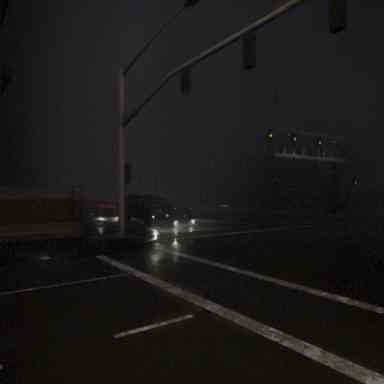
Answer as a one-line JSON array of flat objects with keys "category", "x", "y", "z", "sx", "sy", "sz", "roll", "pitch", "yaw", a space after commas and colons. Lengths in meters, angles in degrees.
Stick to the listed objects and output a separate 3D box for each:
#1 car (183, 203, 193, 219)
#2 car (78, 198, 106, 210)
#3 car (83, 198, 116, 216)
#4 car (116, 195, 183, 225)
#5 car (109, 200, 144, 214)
[{"category": "car", "x": -1.867, "y": 1.350, "z": 28.620, "sx": 2.097, "sy": 1.767, "sz": 4.553, "roll": 0, "pitch": 0, "yaw": -36}, {"category": "car", "x": -13.595, "y": 1.545, "z": 44.961, "sx": 2.033, "sy": 1.411, "sz": 5.357, "roll": 0, "pitch": 0, "yaw": -36}, {"category": "car", "x": -9.045, "y": 1.476, "z": 32.612, "sx": 1.882, "sy": 1.535, "sz": 5.008, "roll": 0, "pitch": 0, "yaw": -36}, {"category": "car", "x": -3.282, "y": 1.221, "z": 24.587, "sx": 2.150, "sy": 2.045, "sz": 5.566, "roll": 0, "pitch": 0, "yaw": -36}, {"category": "car", "x": -7.111, "y": 1.599, "z": 35.918, "sx": 1.895, "sy": 1.301, "sz": 4.718, "roll": 0, "pitch": 0, "yaw": -36}]
